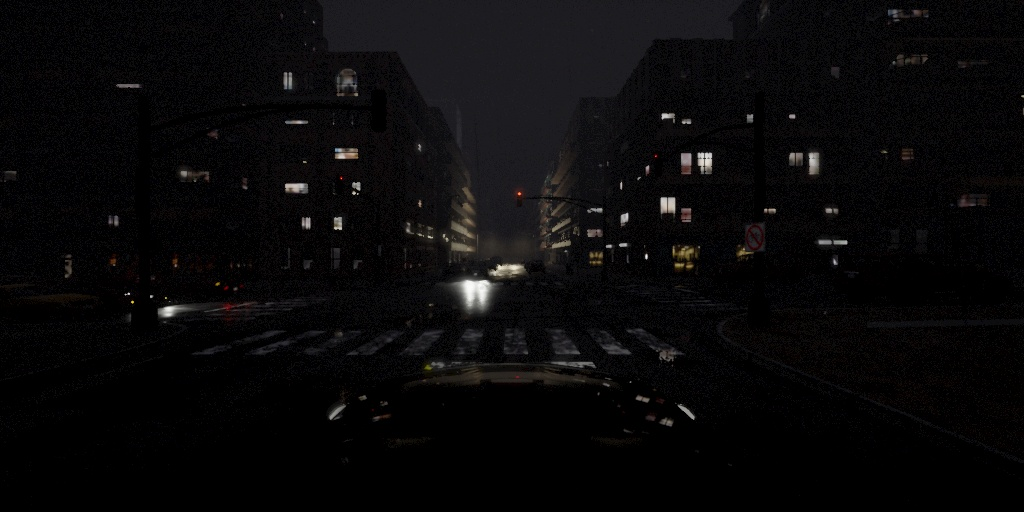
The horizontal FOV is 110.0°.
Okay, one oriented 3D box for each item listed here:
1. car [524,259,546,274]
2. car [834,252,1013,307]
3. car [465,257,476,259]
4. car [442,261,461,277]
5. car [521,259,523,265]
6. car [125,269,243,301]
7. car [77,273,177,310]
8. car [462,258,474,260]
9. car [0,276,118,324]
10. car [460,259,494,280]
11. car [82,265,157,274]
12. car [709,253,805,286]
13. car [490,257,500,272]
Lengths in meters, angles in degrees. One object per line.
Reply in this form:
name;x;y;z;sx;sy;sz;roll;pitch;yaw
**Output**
car;2.771;1.198;40.822;1.967;1.591;4.097;0;0;0
car;14.733;0.775;13.069;5.009;1.841;2.192;0;0;0
car;-5.597;1.075;46.521;2.192;1.841;5.009;0;0;0
car;-5.621;1.322;35.155;1.948;1.339;4.313;0;0;0
car;2.807;1.348;57.870;1.802;1.307;4.207;0;0;0
car;-16.676;1.552;18.628;4.674;1.442;1.812;-1;0;-1
car;-17.594;1.615;15.450;4.181;1.385;1.994;-1;0;0
car;-5.609;1.283;40.668;1.751;1.417;4.829;0;0;0
car;-17.608;1.585;12.855;4.829;1.417;1.751;0;0;0
car;-3.011;1.247;31.886;2.128;1.511;4.902;0;0;-1
car;-23.559;1.462;21.163;5.009;1.841;2.192;0;0;0
car;14.616;0.759;21.449;5.009;1.841;2.192;0;0;0
car;-3.002;1.238;47.720;1.882;1.535;5.008;0;0;0
